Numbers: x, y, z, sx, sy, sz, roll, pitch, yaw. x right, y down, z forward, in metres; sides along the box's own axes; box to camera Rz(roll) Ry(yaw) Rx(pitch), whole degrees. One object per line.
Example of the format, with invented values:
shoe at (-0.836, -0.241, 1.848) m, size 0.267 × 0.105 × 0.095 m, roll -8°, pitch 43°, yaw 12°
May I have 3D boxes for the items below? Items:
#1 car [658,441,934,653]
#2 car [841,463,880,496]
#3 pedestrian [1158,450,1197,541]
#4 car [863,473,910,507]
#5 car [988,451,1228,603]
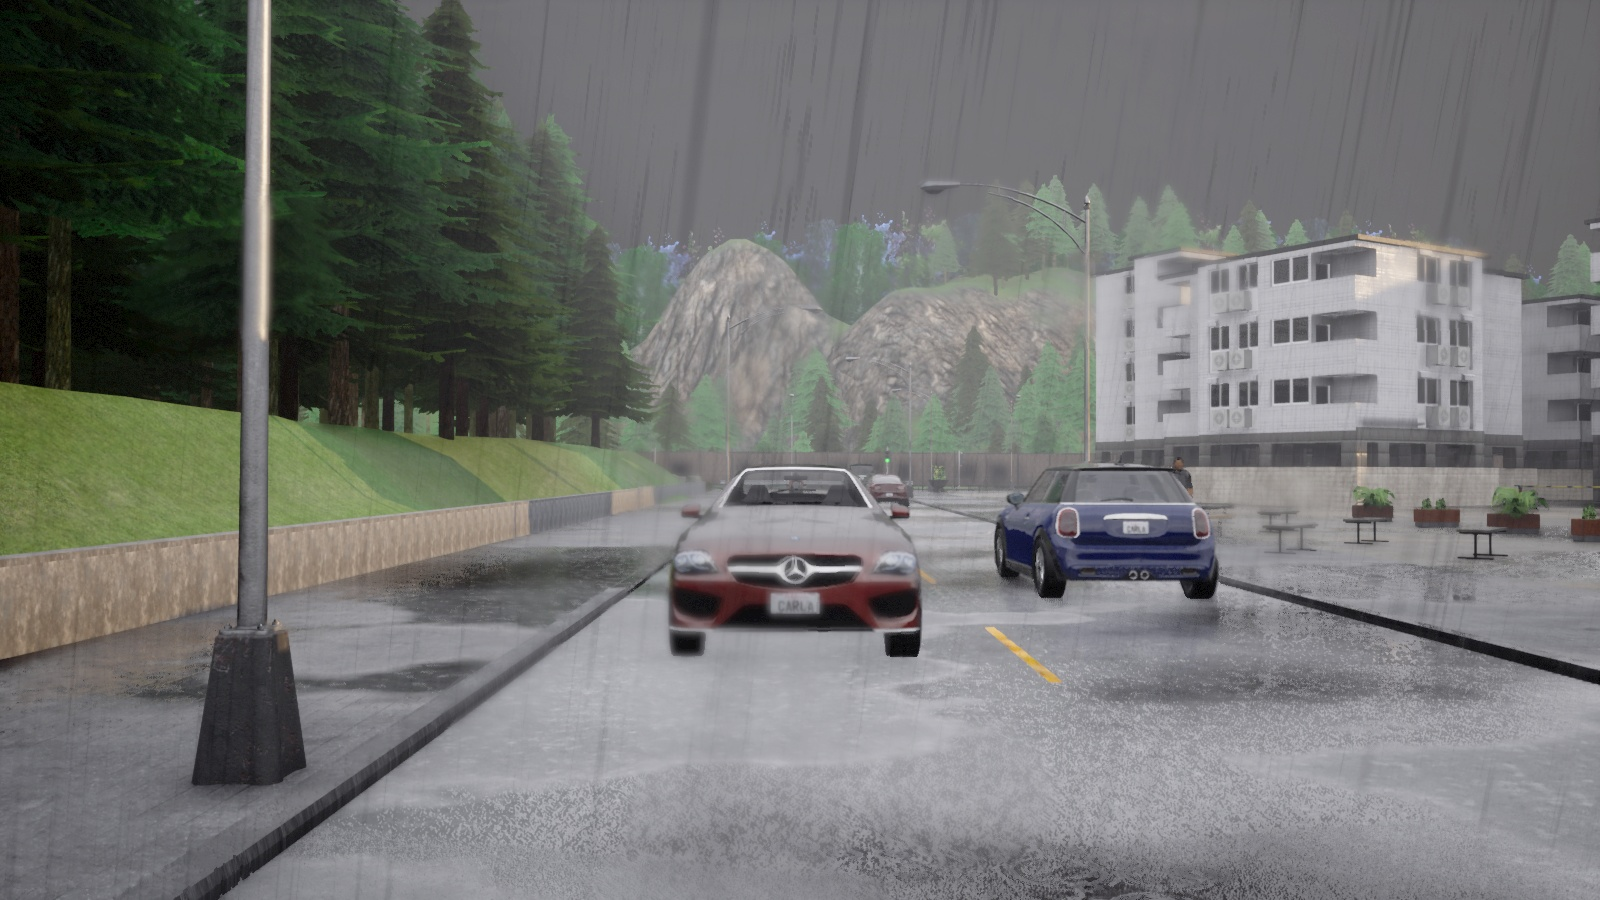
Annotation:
car at (-0.038, 0.800, 12.328) m, size 2.152 × 1.651 × 5.027 m, roll 0°, pitch -1°, yaw 0°
car at (3.774, 1.846, 79.258) m, size 2.150 × 2.045 × 5.566 m, roll 0°, pitch -1°, yaw 0°
pedestrian at (7.728, 0.924, 25.717) m, size 0.540 × 1.848 × 0.694 m, roll 0°, pitch -1°, yaw -3°
car at (3.840, 1.770, 56.401) m, size 1.812 × 1.442 × 4.674 m, roll 0°, pitch -1°, yaw 0°
car at (3.950, 0.942, 17.001) m, size 2.097 × 1.767 × 4.553 m, roll 0°, pitch -1°, yaw 0°
